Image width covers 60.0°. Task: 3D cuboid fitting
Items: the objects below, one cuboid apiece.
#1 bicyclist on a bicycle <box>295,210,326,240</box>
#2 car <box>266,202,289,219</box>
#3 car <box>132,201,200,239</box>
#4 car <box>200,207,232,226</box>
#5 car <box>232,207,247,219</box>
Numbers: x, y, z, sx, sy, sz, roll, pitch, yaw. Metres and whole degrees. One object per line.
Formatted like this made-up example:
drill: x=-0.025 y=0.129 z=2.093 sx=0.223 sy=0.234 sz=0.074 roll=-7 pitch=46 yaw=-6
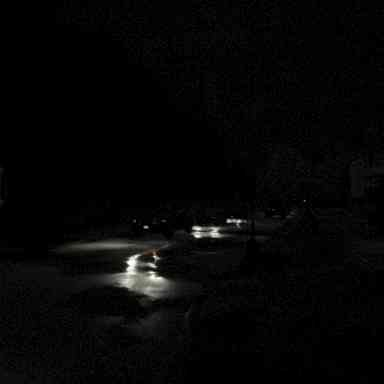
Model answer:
bicyclist on a bicycle: x=6.686 y=1.869 z=18.829 sx=1.656 sy=1.620 sz=0.582 roll=1 pitch=0 yaw=20
car: x=10.868 y=2.322 z=43.002 sx=2.150 sy=2.045 sz=5.566 roll=1 pitch=-1 yaw=20
car: x=-1.587 y=1.623 z=20.653 sx=2.150 sy=2.045 sz=5.566 roll=1 pitch=-1 yaw=19
car: x=1.875 y=2.143 z=30.320 sx=1.882 sy=1.535 sz=5.008 roll=1 pitch=-1 yaw=20
car: x=5.455 y=2.485 z=40.283 sx=2.033 sy=1.411 sz=5.357 roll=1 pitch=-1 yaw=20
